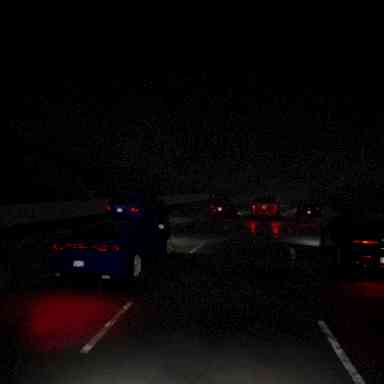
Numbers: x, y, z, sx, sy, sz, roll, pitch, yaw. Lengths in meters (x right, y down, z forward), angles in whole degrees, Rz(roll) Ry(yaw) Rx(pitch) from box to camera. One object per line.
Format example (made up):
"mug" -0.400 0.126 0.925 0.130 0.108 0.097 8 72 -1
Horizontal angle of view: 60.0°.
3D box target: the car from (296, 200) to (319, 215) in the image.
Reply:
"car" 10.371 1.374 29.917 1.895 1.301 4.718 0 1 15

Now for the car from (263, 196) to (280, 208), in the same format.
"car" 10.219 1.222 42.812 1.994 1.385 4.181 0 0 15

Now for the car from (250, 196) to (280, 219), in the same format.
"car" 5.880 1.138 26.635 2.097 1.767 4.553 0 1 15

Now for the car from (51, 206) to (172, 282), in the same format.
"car" -1.978 1.385 9.653 1.882 1.535 5.008 0 0 11

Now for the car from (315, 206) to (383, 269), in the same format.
"car" 5.352 1.429 10.609 1.837 1.490 4.892 0 0 13

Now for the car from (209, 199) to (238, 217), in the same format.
"car" 2.758 1.322 28.518 1.994 1.385 4.181 0 1 15

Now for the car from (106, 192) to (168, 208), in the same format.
"car" -3.127 1.033 20.129 2.150 2.045 5.566 0 1 15
